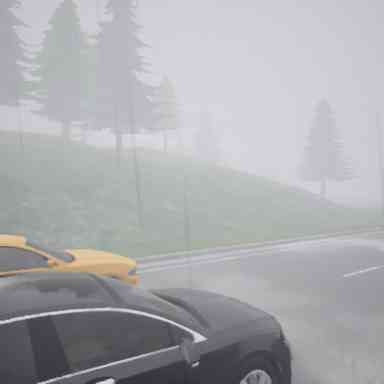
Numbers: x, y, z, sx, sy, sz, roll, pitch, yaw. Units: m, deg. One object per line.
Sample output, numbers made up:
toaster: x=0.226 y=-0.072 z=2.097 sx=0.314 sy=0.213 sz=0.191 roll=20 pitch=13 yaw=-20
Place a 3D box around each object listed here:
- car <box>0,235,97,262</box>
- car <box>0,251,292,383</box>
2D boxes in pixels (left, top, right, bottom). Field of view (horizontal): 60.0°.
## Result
car: x=-3.338 y=1.470 z=5.639 sx=5.008 sy=1.535 sz=1.882 roll=0 pitch=0 yaw=-35
car: x=-1.170 y=1.500 z=2.886 sx=4.892 sy=1.490 sz=1.837 roll=0 pitch=0 yaw=-35
